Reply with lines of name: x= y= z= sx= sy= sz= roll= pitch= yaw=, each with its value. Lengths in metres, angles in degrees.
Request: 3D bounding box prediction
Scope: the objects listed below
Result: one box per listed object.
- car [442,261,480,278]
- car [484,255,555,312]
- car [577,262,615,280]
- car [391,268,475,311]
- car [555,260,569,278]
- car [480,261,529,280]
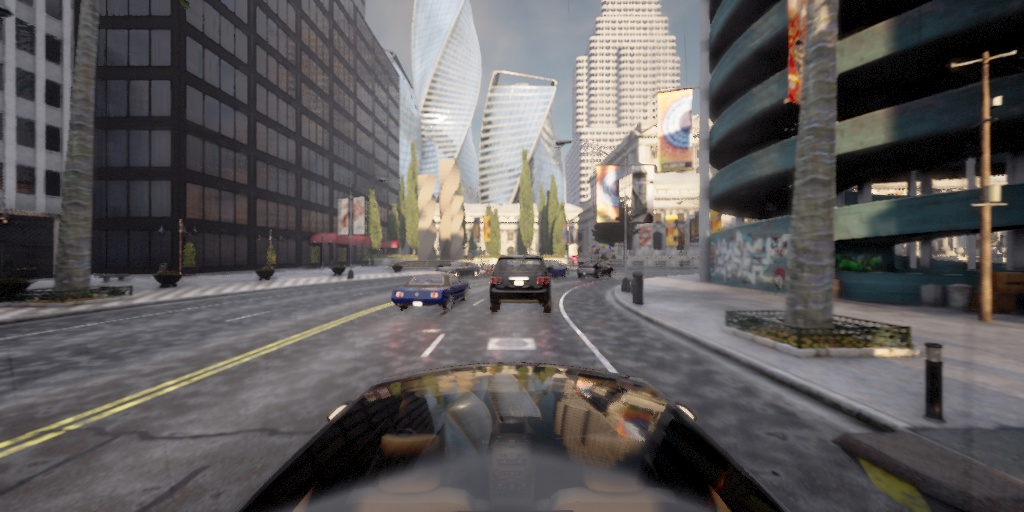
car: x=-4.772 y=1.247 z=32.105 sx=1.837 sy=1.490 sz=4.892 roll=-1 pitch=0 yaw=30
car: x=0.481 y=0.969 z=14.348 sx=2.150 sy=2.045 sz=5.566 roll=0 pitch=0 yaw=5
car: x=7.432 y=1.234 z=31.475 sx=2.128 sy=1.511 sz=4.902 roll=0 pitch=0 yaw=37
car: x=-3.010 y=1.348 z=14.412 sx=1.895 sy=1.301 sz=4.718 roll=0 pitch=0 yaw=5
car: x=3.287 y=1.094 z=31.583 sx=2.097 sy=1.767 sz=4.553 roll=0 pitch=0 yaw=33
car: x=-0.550 y=1.220 z=32.462 sx=1.882 sy=1.535 sz=5.008 roll=0 pitch=0 yaw=33
